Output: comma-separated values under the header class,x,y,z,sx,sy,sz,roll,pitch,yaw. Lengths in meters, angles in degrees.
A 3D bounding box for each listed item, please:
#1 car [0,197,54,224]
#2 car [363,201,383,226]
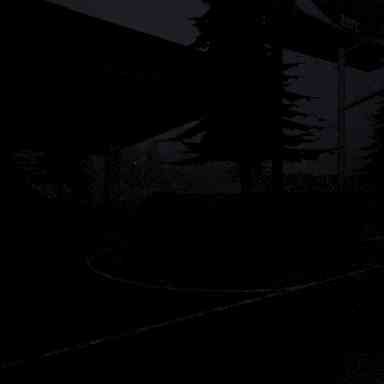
class,x,y,z,sx,sy,sz,roll,pitch,yaw
car,-11.953,1.313,23.482,3.866,1.878,1.905,0,0,-36
car,11.394,1.317,21.322,2.128,1.511,4.902,0,1,-36
